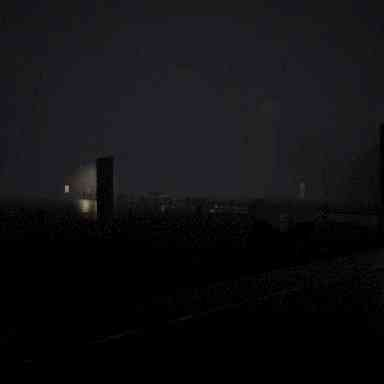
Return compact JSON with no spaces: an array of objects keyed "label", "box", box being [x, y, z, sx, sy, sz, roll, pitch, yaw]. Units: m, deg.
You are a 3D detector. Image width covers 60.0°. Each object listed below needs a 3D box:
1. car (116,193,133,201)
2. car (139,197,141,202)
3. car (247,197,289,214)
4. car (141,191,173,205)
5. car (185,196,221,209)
[{"label":"car","box":[-13.445,0.877,66.049,1.882,1.535,5.008,-1,1,-36]},{"label":"car","box":[-7.622,1.023,57.988,1.812,1.442,4.674,-1,1,-35]},{"label":"car","box":[7.421,1.310,32.017,1.837,1.490,4.892,-1,1,-36]},{"label":"car","box":[-4.934,0.826,49.281,2.150,2.045,5.566,-1,1,-35]},{"label":"car","box":[1.252,1.253,40.627,2.033,1.411,5.357,-1,1,-36]}]
